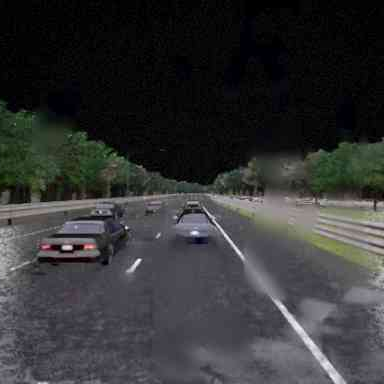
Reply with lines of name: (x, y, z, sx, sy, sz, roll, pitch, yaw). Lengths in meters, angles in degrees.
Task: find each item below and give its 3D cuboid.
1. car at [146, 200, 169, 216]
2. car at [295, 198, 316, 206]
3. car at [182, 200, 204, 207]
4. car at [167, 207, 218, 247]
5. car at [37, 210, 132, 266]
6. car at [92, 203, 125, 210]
car: (-3.399, 1.545, 32.705, 2.128, 1.511, 4.902, 0, 0, 0)
car: (20.876, 1.773, 61.083, 1.882, 1.535, 5.008, 0, 0, -19)
car: (0.103, 1.559, 32.830, 1.837, 1.490, 4.892, 0, 0, 0)
car: (0.102, 1.582, 15.108, 1.994, 1.385, 4.181, 0, 0, 0)
car: (-3.399, 1.560, 11.532, 2.033, 1.411, 5.357, 0, 0, 0)
car: (-6.888, 1.581, 27.595, 2.033, 1.411, 5.357, 1, 0, 0)
